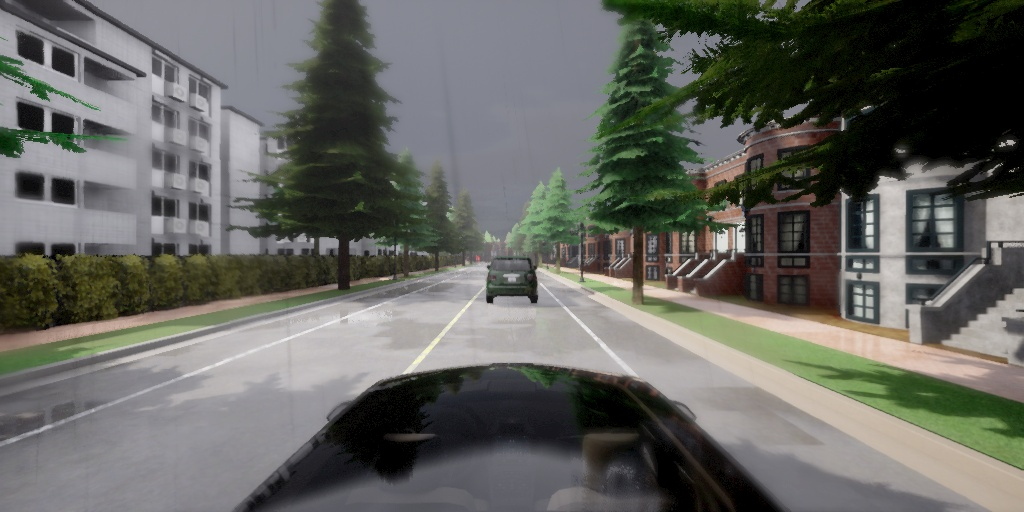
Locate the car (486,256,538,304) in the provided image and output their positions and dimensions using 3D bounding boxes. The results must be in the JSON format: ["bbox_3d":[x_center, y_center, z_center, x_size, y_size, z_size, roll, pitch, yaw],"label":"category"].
[{"bbox_3d":[0.000,1.008,16.530,2.150,2.045,5.566,0,0,0],"label":"car"}]
